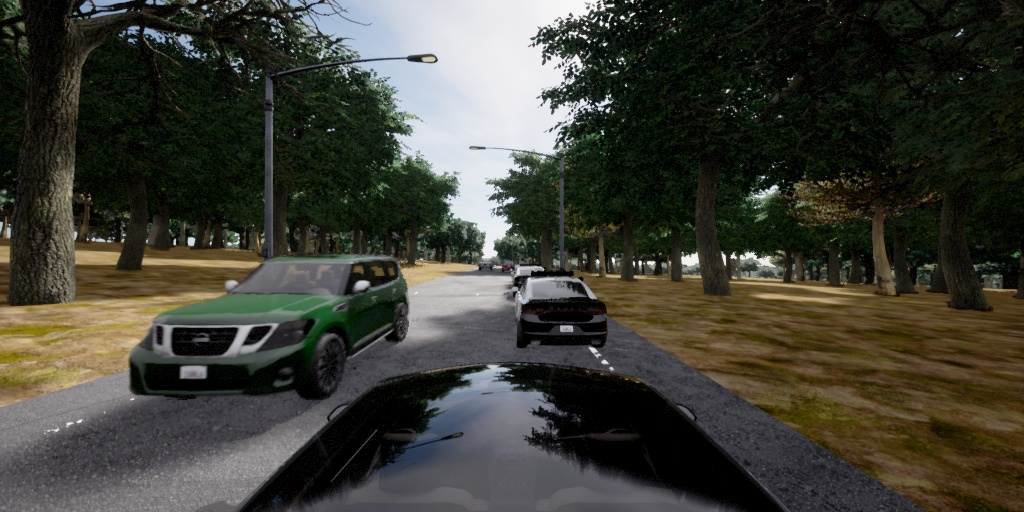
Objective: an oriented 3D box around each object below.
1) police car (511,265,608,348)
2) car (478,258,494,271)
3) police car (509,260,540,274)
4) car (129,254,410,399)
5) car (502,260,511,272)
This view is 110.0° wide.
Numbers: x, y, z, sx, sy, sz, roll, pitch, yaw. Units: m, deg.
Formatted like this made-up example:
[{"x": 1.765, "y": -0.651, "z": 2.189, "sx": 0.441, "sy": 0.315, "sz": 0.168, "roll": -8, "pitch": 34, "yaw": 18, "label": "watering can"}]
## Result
[{"x": 1.033, "y": 1.190, "z": 9.426, "sx": 1.930, "sy": 1.638, "sz": 5.238, "roll": 0, "pitch": 0, "yaw": 0, "label": "police car"}, {"x": -4.067, "y": 1.311, "z": 55.805, "sx": 2.150, "sy": 2.045, "sz": 5.566, "roll": 0, "pitch": -1, "yaw": -1, "label": "car"}, {"x": 0.966, "y": 1.219, "z": 19.440, "sx": 1.930, "sy": 1.638, "sz": 5.238, "roll": -1, "pitch": 0, "yaw": 0, "label": "police car"}, {"x": -3.622, "y": 0.979, "z": 6.851, "sx": 2.150, "sy": 2.045, "sz": 5.566, "roll": 0, "pitch": 0, "yaw": 0, "label": "car"}, {"x": -0.421, "y": 1.402, "z": 51.669, "sx": 2.097, "sy": 1.767, "sz": 4.553, "roll": 0, "pitch": -1, "yaw": -1, "label": "car"}]
